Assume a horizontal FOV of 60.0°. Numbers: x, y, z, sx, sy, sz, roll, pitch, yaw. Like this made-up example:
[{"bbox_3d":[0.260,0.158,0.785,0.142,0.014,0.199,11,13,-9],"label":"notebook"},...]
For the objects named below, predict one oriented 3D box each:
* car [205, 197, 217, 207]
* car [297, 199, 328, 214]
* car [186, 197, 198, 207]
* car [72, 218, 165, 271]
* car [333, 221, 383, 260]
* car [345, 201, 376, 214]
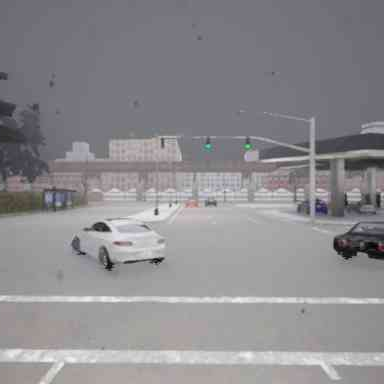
[{"bbox_3d":[3.489,1.783,61.372,2.097,1.767,4.553,0,0,0],"label":"car"},{"bbox_3d":[13.203,1.554,36.729,2.242,1.667,4.611,0,0,0],"label":"car"},{"bbox_3d":[-0.011,1.783,61.371,2.097,1.767,4.553,0,0,0],"label":"car"},{"bbox_3d":[-2.573,1.606,11.339,1.812,1.442,4.674,1,-1,-34],"label":"car"},{"bbox_3d":[6.962,1.685,11.840,4.718,1.301,1.895,0,-1,-42],"label":"car"},{"bbox_3d":[18.948,1.720,37.491,1.970,1.475,3.806,0,0,0],"label":"car"}]
